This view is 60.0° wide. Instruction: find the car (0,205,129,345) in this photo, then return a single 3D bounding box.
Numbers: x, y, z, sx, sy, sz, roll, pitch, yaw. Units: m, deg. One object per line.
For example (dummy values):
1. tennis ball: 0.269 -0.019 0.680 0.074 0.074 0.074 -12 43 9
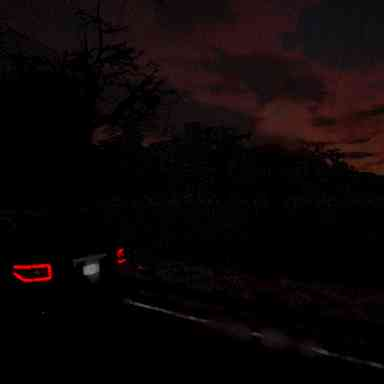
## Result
1. car: -3.722 1.295 6.648 5.566 2.045 2.150 -1 0 36
